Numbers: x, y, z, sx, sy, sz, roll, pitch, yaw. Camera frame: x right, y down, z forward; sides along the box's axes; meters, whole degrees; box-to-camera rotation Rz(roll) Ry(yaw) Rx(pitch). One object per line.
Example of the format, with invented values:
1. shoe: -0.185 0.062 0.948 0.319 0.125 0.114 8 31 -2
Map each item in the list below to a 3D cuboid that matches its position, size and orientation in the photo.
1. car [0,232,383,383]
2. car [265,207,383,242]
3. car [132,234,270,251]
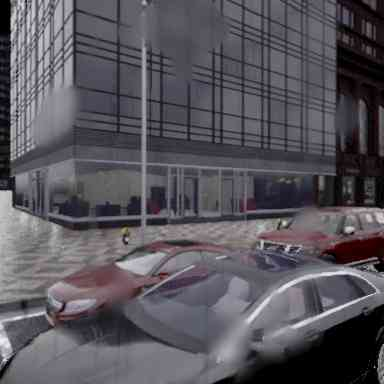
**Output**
1. car: 0.586 1.508 3.669 4.902 1.511 2.128 0 0 -35
2. car: 3.937 1.375 9.449 5.009 1.841 2.192 0 -1 -35
3. car: -0.484 1.604 6.301 4.206 1.307 1.802 0 -1 -35
